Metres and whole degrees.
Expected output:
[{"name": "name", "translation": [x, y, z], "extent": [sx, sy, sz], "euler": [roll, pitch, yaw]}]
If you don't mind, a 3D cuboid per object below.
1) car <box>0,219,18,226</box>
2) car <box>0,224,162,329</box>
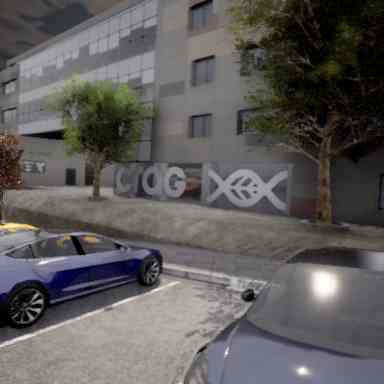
[{"name": "car", "translation": [-4.866, 1.504, 8.974], "extent": [1.946, 1.575, 5.366], "euler": [0, 0, 35]}, {"name": "car", "translation": [-2.681, 1.528, 7.226], "extent": [2.163, 1.488, 4.792], "euler": [0, 0, 35]}]
